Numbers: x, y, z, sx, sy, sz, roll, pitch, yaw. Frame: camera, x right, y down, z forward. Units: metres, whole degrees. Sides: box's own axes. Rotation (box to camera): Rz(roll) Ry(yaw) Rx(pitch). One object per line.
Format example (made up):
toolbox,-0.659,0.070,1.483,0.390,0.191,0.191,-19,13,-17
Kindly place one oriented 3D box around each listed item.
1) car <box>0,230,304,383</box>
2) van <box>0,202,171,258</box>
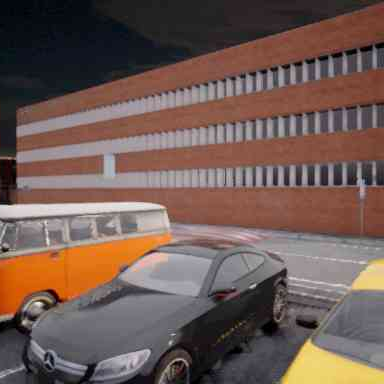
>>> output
car,-0.008,1.500,4.998,2.002,1.452,4.674,1,0,35
van,-2.378,1.213,6.537,1.878,1.987,4.442,1,0,35
